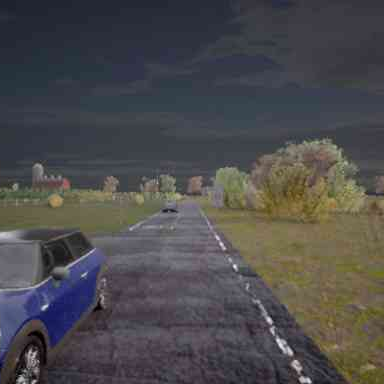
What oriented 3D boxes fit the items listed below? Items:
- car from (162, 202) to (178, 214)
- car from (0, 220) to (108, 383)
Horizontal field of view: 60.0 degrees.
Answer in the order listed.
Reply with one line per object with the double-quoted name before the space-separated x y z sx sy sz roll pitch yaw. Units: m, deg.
"car" -2.779 2.020 43.133 2.033 1.411 5.357 0 -1 0
"car" -2.753 1.405 4.912 2.097 1.767 4.553 0 -1 0
